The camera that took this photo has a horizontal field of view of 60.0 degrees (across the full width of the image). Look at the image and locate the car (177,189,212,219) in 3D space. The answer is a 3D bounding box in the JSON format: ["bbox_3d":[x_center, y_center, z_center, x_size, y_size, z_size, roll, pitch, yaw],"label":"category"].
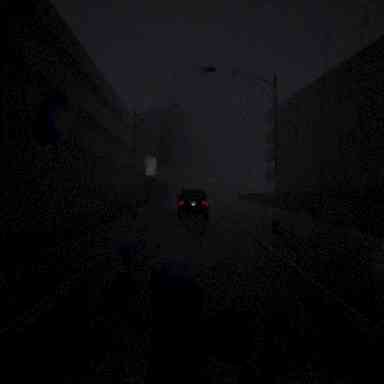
[{"bbox_3d":[0.092,0.816,24.692,2.150,2.045,5.566,0,2,0],"label":"car"}]

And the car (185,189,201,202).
[{"bbox_3d":[0.092,0.400,42.833,1.882,1.535,5.008,0,1,0],"label":"car"}]
